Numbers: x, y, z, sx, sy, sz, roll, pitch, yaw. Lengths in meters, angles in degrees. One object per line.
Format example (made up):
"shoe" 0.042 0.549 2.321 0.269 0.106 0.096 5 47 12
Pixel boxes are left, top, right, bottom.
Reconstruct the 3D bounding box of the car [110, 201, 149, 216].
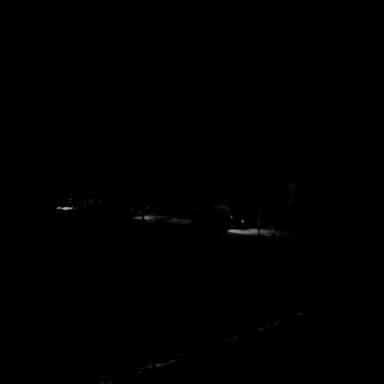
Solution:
"car" -6.000 1.532 31.789 1.895 1.301 4.718 1 -1 -38

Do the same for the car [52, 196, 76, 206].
"car" -21.068 1.435 54.577 2.128 1.511 4.902 1 -1 -41

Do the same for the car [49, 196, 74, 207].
"car" -19.406 1.395 48.409 2.128 1.511 4.902 1 -1 -40

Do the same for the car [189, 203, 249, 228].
"car" 1.636 1.472 21.778 1.812 1.442 4.674 1 -1 -37

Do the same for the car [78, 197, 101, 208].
"car" -14.382 1.478 46.771 1.812 1.442 4.674 1 -1 -40
